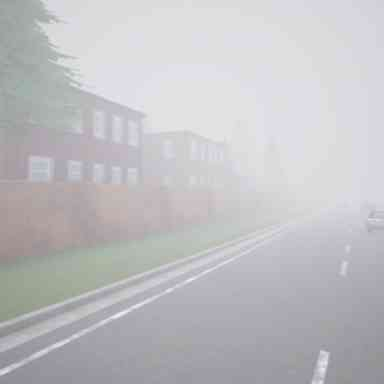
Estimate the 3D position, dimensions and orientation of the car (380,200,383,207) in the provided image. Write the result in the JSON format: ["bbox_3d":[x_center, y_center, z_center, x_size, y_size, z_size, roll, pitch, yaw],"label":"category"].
[{"bbox_3d":[31.966,2.013,53.395,2.097,1.767,4.553,1,0,26],"label":"car"}]

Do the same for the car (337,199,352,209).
[{"bbox_3d":[26.253,2.162,57.638,2.033,1.411,5.357,1,0,26],"label":"car"}]

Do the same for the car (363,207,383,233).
[{"bbox_3d":[12.060,1.853,20.956,1.895,1.301,4.718,1,0,26],"label":"car"}]

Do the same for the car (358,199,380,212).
[{"bbox_3d":[24.377,2.008,45.923,1.882,1.535,5.008,1,0,26],"label":"car"}]
